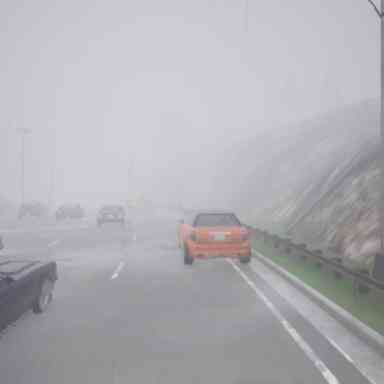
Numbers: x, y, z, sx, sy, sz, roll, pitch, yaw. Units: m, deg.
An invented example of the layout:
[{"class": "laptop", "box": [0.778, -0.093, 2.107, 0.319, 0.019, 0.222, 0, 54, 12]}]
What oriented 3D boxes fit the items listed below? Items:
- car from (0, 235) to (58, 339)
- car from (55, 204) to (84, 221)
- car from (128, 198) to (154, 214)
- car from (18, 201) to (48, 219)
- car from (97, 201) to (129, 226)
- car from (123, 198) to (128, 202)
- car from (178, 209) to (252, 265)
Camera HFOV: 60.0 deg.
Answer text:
[{"class": "car", "box": [-3.578, 1.618, 4.676, 1.895, 1.301, 4.718, 0, 0, -2]}, {"class": "car", "box": [-10.336, 1.698, 28.469, 1.895, 1.301, 4.718, 0, 0, -13]}, {"class": "car", "box": [-5.745, 1.481, 38.258, 2.097, 1.767, 4.553, 0, 0, -17]}, {"class": "car", "box": [-14.450, 1.609, 30.442, 1.837, 1.490, 4.892, 0, 0, -14]}, {"class": "car", "box": [-5.824, 1.629, 24.138, 2.033, 1.411, 5.357, 0, 0, -11]}, {"class": "car", "box": [-9.207, 1.641, 48.402, 1.882, 1.535, 5.008, 0, 0, -22]}, {"class": "car", "box": [0.632, 1.392, 12.113, 2.097, 1.767, 4.553, 0, 0, -5]}]
